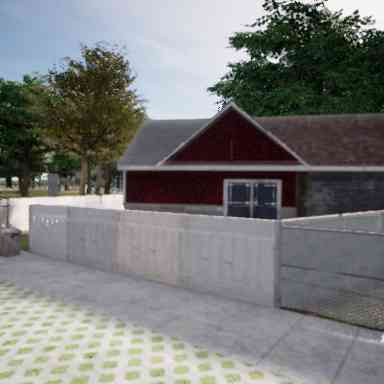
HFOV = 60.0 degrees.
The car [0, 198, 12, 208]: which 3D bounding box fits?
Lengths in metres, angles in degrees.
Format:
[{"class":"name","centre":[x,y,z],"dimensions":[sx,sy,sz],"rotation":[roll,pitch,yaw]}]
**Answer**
[{"class":"car","centre":[-13.515,1.097,24.245],"dimensions":[1.895,1.301,4.718],"rotation":[1,1,12]}]
